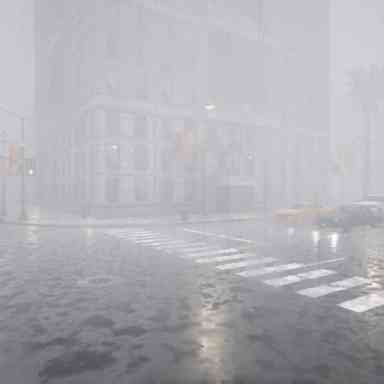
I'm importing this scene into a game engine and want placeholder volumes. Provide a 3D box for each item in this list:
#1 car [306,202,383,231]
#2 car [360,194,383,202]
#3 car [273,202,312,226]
[{"bbox_3d":[9.922,1.547,20.924,5.357,1.411,2.033,0,0,-34],"label":"car"},{"bbox_3d":[16.471,1.221,29.472,5.566,2.045,2.150,0,0,-33],"label":"car"},{"bbox_3d":[7.993,1.478,23.840,5.008,1.535,1.882,0,0,-34],"label":"car"}]
